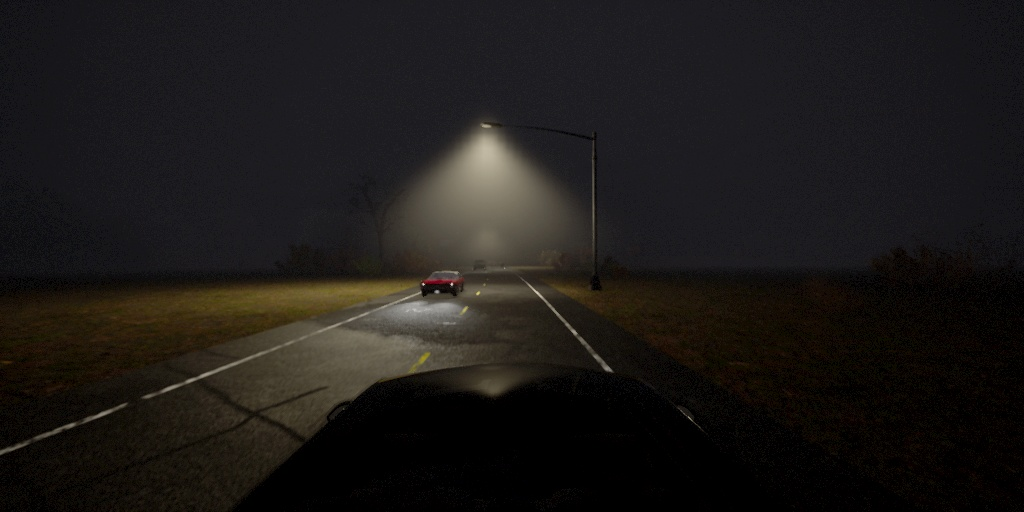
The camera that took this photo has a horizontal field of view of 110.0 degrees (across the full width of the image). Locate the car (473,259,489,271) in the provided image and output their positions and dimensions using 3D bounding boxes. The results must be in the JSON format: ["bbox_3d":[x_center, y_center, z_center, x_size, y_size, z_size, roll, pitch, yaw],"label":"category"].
[{"bbox_3d":[-5.574,1.570,62.423,2.150,2.045,5.566,0,0,-3],"label":"car"}]

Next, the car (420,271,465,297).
[{"bbox_3d":[-3.839,1.541,20.449,1.895,1.301,4.718,0,-1,-1],"label":"car"}]
